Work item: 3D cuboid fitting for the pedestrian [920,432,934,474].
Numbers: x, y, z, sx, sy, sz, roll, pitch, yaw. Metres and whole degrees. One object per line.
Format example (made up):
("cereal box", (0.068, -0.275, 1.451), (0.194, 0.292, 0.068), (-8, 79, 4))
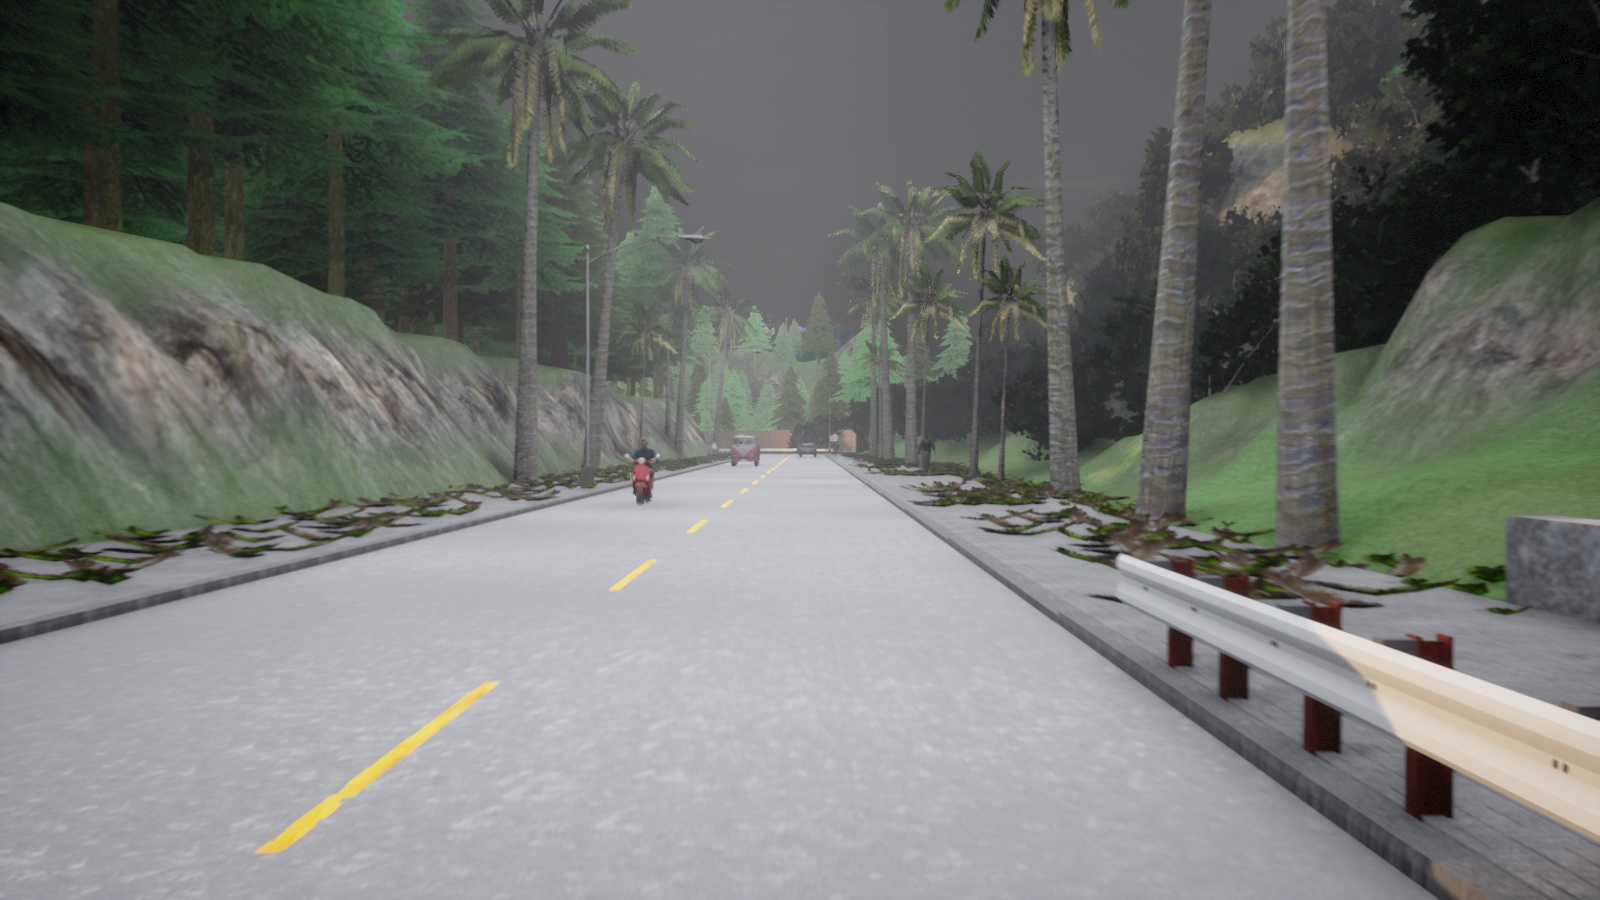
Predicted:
("pedestrian", (5.662, 0.138, 56.086), (0.563, 1.883, 0.849), (0, 0, 1))

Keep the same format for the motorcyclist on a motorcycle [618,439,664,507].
("motorcyclist on a motorcycle", (-3.814, 0.529, 30.179), (0.866, 1.590, 1.817), (0, 0, 0))

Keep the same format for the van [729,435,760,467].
("van", (-3.523, 0.049, 80.378), (1.775, 1.987, 4.442), (0, 0, 0))
